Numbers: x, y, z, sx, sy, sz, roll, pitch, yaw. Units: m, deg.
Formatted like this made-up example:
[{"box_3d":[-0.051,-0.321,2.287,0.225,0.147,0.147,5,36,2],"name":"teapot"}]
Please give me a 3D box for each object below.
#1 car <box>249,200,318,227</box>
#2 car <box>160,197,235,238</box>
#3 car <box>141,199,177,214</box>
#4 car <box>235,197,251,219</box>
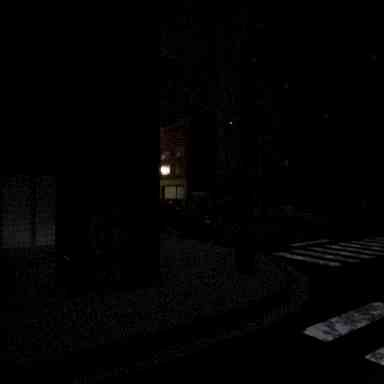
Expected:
[{"box_3d":[6.112,1.523,22.642,1.752,1.417,4.829,0,0,-35],"name":"car"},{"box_3d":[-0.338,1.282,17.865,2.192,1.841,5.009,0,0,-35],"name":"car"},{"box_3d":[-3.652,1.524,36.396,1.887,1.381,4.507,0,0,-35],"name":"car"},{"box_3d":[2.924,1.307,27.135,2.192,1.841,5.009,0,0,-35],"name":"car"}]
